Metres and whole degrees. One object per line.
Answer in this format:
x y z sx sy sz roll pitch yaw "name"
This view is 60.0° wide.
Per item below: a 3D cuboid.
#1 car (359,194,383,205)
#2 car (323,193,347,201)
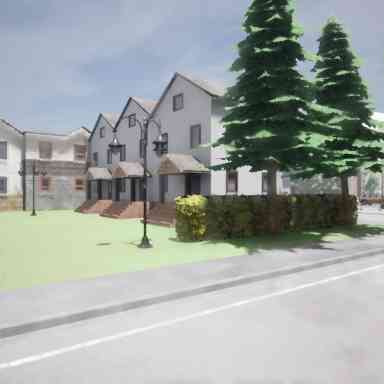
27.271 1.097 49.273 1.932 1.855 4.605 0 0 -36 "car"
32.140 1.097 74.727 1.932 1.855 4.605 0 0 -36 "car"
